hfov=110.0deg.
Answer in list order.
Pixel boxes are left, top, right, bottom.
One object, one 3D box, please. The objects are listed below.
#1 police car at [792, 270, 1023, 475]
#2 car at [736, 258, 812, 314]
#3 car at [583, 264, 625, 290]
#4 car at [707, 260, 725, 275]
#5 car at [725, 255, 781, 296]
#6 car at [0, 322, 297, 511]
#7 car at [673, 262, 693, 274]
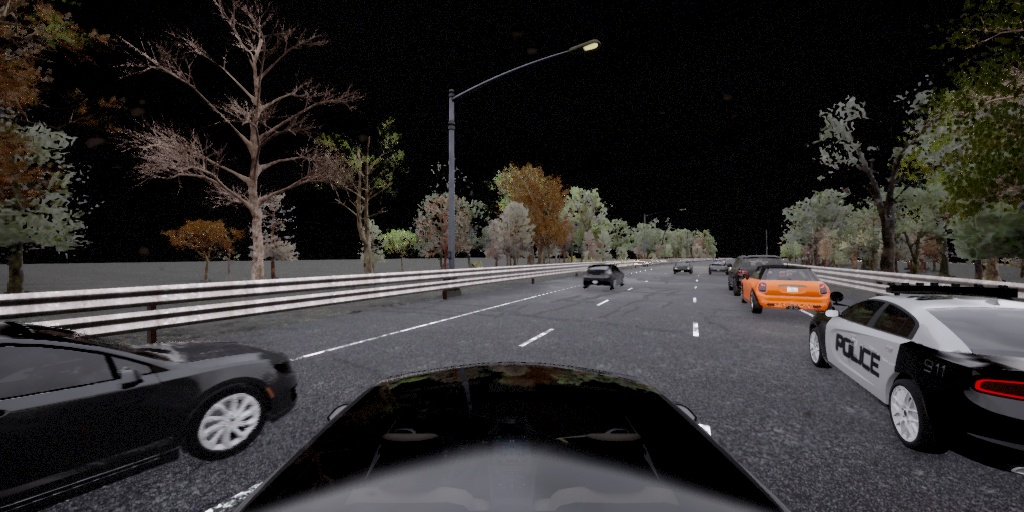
[{"bbox_3d":[5.627,1.175,4.727,1.930,1.638,5.238,0,0,26],"label":"police car"},{"bbox_3d":[9.987,1.102,13.431,2.097,1.767,4.553,0,0,27],"label":"car"},{"bbox_3d":[5.946,1.258,22.905,1.837,1.490,4.892,0,0,28],"label":"car"},{"bbox_3d":[22.610,1.261,39.273,2.128,1.511,4.902,0,0,30],"label":"car"},{"bbox_3d":[12.723,0.978,18.754,2.150,2.045,5.566,0,0,27],"label":"car"},{"bbox_3d":[-4.234,1.252,2.619,1.837,1.490,4.892,0,-1,26],"label":"car"},{"bbox_3d":[19.491,1.369,40.732,1.895,1.301,4.718,0,0,29],"label":"car"}]
